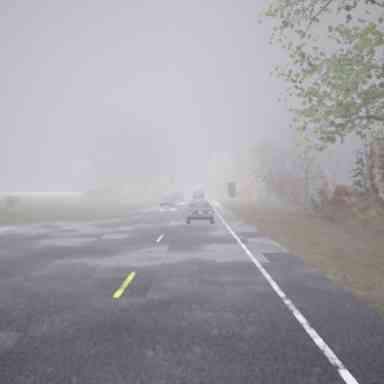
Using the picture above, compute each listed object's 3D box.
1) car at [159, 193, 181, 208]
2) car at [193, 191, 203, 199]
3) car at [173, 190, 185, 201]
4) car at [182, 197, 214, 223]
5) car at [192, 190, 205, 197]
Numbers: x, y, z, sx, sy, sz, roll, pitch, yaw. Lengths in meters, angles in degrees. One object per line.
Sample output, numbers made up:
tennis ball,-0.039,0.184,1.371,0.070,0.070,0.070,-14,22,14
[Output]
car,-2.849,1.190,40.287,2.033,1.411,5.357,0,1,1
car,1.364,0.627,75.836,2.097,1.767,4.553,0,1,1
car,-2.469,0.683,58.572,2.150,2.045,5.566,0,1,2
car,0.552,1.340,23.244,2.033,1.411,5.357,0,0,1
car,1.165,0.666,58.839,2.150,2.045,5.566,0,0,1
